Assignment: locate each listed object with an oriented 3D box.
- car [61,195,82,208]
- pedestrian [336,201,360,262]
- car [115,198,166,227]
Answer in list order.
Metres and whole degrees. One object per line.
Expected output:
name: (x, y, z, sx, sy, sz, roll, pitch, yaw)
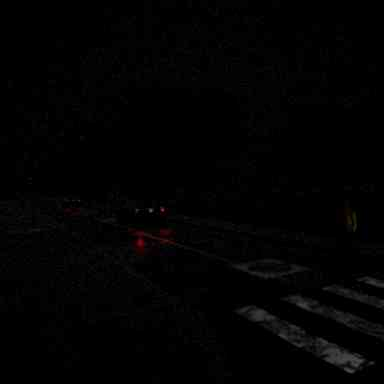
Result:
car: (-16.558, 1.175, 45.463, 2.097, 1.767, 4.553, -2, 1, -29)
pedestrian: (4.514, 1.079, 9.668, 0.375, 1.860, 0.375, -2, 1, -29)
car: (-3.450, 1.140, 21.492, 2.097, 1.767, 4.553, -2, 1, -29)
